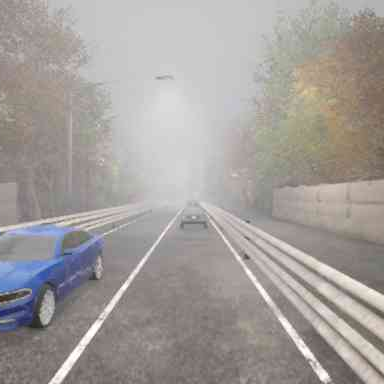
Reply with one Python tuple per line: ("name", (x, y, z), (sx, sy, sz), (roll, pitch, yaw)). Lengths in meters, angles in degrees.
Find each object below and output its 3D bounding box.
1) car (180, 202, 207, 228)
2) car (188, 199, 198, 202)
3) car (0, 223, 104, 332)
("car", (0.109, 1.700, 23.760), (2.033, 1.411, 5.357), (0, -1, 0))
("car", (0.117, 1.880, 49.422), (2.097, 1.767, 4.553), (0, -1, 0))
("car", (-3.347, 1.513, 7.198), (1.882, 1.535, 5.008), (0, 0, 0))
